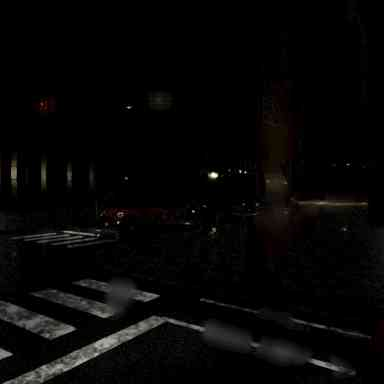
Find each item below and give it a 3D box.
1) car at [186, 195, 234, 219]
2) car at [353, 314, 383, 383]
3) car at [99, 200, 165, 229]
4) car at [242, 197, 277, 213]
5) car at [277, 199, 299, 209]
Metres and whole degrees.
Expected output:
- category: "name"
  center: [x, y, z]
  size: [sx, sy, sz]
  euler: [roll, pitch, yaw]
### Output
- category: "car"
  center: [1.731, 1.256, 29.757]
  size: [2.150, 2.045, 5.566]
  euler: [0, 0, 36]
- category: "car"
  center: [3.598, 1.221, 1.125]
  size: [5.566, 2.045, 2.150]
  euler: [0, 0, 36]
- category: "car"
  center: [-3.870, 1.376, 21.929]
  size: [2.097, 1.767, 4.553]
  euler: [0, 0, 35]
- category: "car"
  center: [7.429, 1.398, 37.676]
  size: [2.097, 1.767, 4.553]
  euler: [0, 0, 35]
- category: "car"
  center: [13.158, 1.623, 45.614]
  size: [1.994, 1.385, 4.181]
  euler: [0, 0, 36]
